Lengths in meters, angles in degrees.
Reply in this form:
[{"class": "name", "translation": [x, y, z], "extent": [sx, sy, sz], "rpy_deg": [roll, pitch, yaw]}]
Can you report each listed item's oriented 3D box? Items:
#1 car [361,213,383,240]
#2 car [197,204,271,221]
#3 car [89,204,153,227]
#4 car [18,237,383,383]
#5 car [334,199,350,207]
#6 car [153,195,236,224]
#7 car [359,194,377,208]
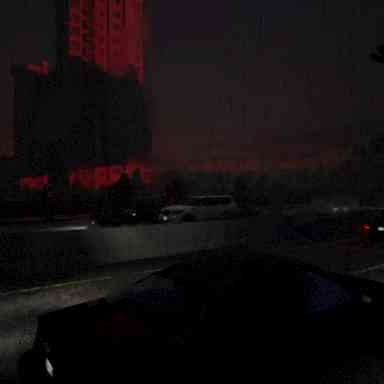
[{"class": "car", "translation": [9.725, 1.558, 15.149], "extent": [5.357, 1.411, 2.033], "rpy_deg": [0, 0, -38]}, {"class": "car", "translation": [2.698, 1.570, 18.958], "extent": [4.181, 1.385, 1.994], "rpy_deg": [0, 0, -37]}, {"class": "car", "translation": [-4.099, 1.551, 22.572], "extent": [5.357, 1.411, 2.033], "rpy_deg": [0, 0, -36]}, {"class": "car", "translation": [0.810, 1.548, 4.326], "extent": [5.357, 1.411, 2.033], "rpy_deg": [0, 0, -36]}, {"class": "car", "translation": [23.675, 1.742, 52.424], "extent": [1.895, 1.301, 4.718], "rpy_deg": [0, 0, 30]}, {"class": "car", "translation": [0.595, 1.227, 21.689], "extent": [5.566, 2.045, 2.150], "rpy_deg": [0, 0, -37]}, {"class": "car", "translation": [27.994, 1.372, 52.954], "extent": [2.150, 2.045, 5.566], "rpy_deg": [0, 0, 28]}]
